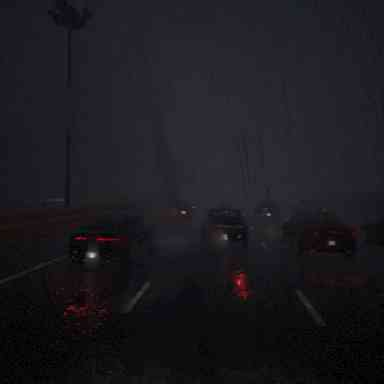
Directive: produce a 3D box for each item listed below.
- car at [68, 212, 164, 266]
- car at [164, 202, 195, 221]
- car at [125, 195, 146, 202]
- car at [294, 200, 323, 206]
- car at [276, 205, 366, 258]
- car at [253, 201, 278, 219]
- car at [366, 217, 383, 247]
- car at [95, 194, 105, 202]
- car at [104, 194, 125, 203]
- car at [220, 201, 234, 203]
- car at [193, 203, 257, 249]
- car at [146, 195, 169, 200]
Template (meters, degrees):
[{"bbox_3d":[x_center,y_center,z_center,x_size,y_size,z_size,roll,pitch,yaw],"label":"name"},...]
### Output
[{"bbox_3d":[-2.431,1.441,11.336,1.837,1.490,4.892,1,0,6],"label":"car"},{"bbox_3d":[-0.926,1.473,26.156,2.033,1.411,5.357,1,0,7],"label":"car"},{"bbox_3d":[-8.952,1.274,57.594,2.033,1.411,5.357,1,0,17],"label":"car"},{"bbox_3d":[9.968,1.442,28.519,2.097,1.767,4.553,1,0,7],"label":"car"},{"bbox_3d":[4.814,1.523,13.275,1.882,1.535,5.008,1,0,6],"label":"car"},{"bbox_3d":[6.528,1.542,29.245,1.837,1.490,4.892,1,1,7],"label":"car"},{"bbox_3d":[8.295,1.579,12.918,1.882,1.535,5.008,1,0,6],"label":"car"},{"bbox_3d":[-15.543,1.095,59.949,1.882,1.535,5.008,1,0,17],"label":"car"},{"bbox_3d":[-12.544,1.217,57.871,2.033,1.411,5.357,1,0,17],"label":"car"},{"bbox_3d":[3.180,1.505,30.517,1.812,1.442,4.674,1,0,8],"label":"car"},{"bbox_3d":[1.434,1.481,14.601,2.128,1.511,4.902,1,0,6],"label":"car"},{"bbox_3d":[-5.542,1.260,56.686,1.882,1.535,5.008,1,0,17],"label":"car"}]
